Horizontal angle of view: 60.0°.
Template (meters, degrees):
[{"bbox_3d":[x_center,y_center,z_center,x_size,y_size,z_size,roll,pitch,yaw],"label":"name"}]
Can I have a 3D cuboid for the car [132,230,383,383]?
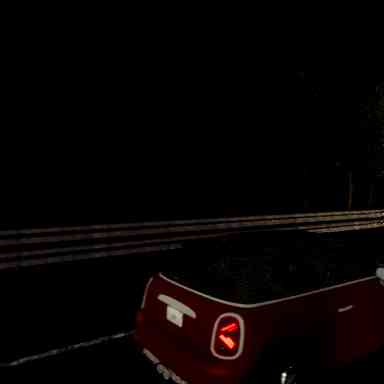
[{"bbox_3d":[1.552,1.343,4.769,4.553,1.767,2.097,0,0,-35],"label":"car"}]
